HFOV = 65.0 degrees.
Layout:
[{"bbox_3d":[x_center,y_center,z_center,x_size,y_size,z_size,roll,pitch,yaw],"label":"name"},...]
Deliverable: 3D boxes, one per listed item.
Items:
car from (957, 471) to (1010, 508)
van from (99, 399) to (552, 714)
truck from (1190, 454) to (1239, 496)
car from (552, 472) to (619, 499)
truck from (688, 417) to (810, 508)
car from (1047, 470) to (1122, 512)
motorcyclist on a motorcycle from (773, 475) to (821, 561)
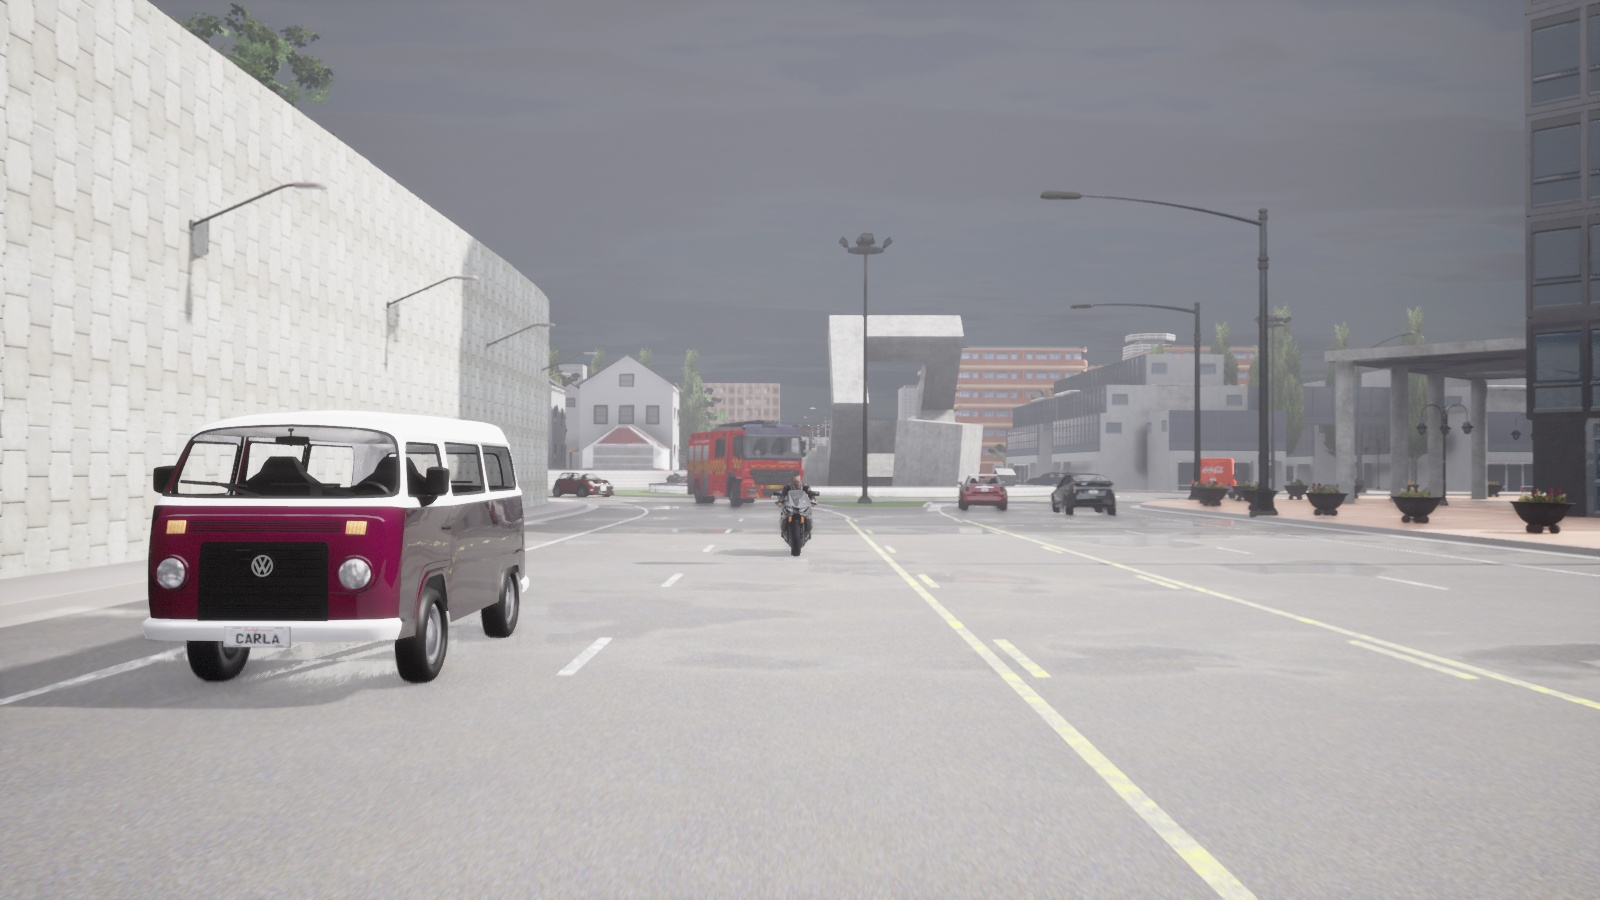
[{"bbox_3d":[7.551,1.621,52.056,1.970,1.475,3.806,0,-1,5],"label":"car"},{"bbox_3d":[-3.527,0.727,10.412,2.069,2.038,4.480,0,-1,0],"label":"van"},{"bbox_3d":[25.551,1.520,77.333,2.627,2.467,5.204,0,-1,21],"label":"truck"},{"bbox_3d":[-12.360,2.038,72.216,3.806,1.475,1.970,-1,-1,44],"label":"car"},{"bbox_3d":[-2.494,0.618,57.230,2.891,3.827,8.468,0,-1,-22],"label":"truck"},{"bbox_3d":[10.646,1.510,47.267,2.007,1.525,4.514,0,-1,3],"label":"car"},{"bbox_3d":[-0.058,1.248,23.753,0.866,1.530,2.191,0,-1,0],"label":"motorcyclist on a motorcycle"}]
